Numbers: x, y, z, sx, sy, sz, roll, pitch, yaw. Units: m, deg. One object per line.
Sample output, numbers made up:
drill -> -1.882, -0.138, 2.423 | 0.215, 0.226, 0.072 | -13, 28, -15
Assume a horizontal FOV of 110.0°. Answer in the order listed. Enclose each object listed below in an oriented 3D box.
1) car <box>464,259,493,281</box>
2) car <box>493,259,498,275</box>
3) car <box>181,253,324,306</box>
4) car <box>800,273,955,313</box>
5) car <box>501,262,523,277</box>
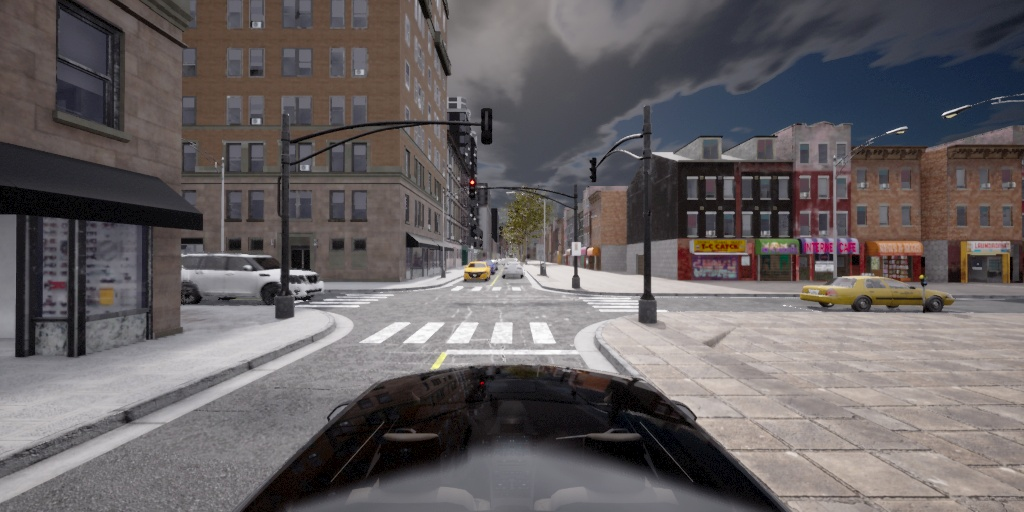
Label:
car -> -2.841, 1.214, 29.829 | 1.882, 1.535, 5.008 | 0, 0, 0
car -> -2.850, 1.208, 39.233 | 1.882, 1.535, 5.008 | 0, 0, 0
car -> -10.782, 0.909, 14.597 | 5.566, 2.045, 2.150 | 0, 0, -1
car -> 13.884, 1.346, 13.735 | 4.829, 1.417, 1.751 | 0, 0, 0
car -> 0.078, 1.259, 34.871 | 1.812, 1.442, 4.674 | 0, 0, 1
